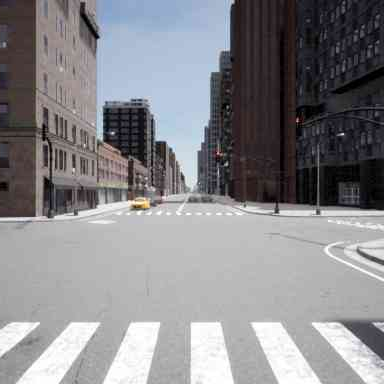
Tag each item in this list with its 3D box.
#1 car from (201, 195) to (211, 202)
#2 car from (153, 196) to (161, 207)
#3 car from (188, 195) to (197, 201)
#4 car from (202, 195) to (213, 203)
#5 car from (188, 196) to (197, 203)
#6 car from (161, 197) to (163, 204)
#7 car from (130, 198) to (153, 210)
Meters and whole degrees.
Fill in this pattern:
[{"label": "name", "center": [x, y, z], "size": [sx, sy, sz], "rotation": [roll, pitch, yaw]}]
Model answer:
[{"label": "car", "center": [3.380, 1.500, 81.363], "size": [2.128, 1.511, 4.902], "rotation": [0, 0, 0]}, {"label": "car", "center": [-6.501, 1.574, 51.423], "size": [1.994, 1.385, 4.181], "rotation": [0, 0, 1]}, {"label": "car", "center": [0.132, 1.558, 82.109], "size": [1.994, 1.385, 4.181], "rotation": [0, 0, 0]}, {"label": "car", "center": [3.364, 1.533, 70.943], "size": [2.128, 1.511, 4.902], "rotation": [0, 0, 0]}, {"label": "car", "center": [0.139, 1.527, 71.795], "size": [2.128, 1.511, 4.902], "rotation": [0, 0, 0]}, {"label": "car", "center": [-6.464, 1.488, 61.844], "size": [1.882, 1.535, 5.008], "rotation": [0, 0, 0]}, {"label": "car", "center": [-6.530, 1.486, 42.173], "size": [1.882, 1.535, 5.008], "rotation": [0, 0, 0]}]
